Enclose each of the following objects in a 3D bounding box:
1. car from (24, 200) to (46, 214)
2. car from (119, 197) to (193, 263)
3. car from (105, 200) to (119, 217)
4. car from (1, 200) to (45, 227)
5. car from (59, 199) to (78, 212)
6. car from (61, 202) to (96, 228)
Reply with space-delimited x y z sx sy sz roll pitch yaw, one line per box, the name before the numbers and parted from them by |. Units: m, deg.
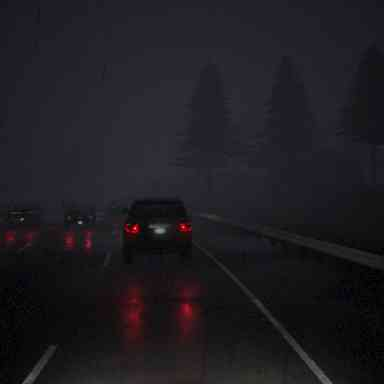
car | -17.472 1.600 36.920 1.994 1.385 4.181 0 0 -28
car | -1.362 1.206 12.215 2.150 2.045 5.566 0 0 -9
car | -7.045 1.509 31.459 1.812 1.442 4.674 0 0 -23
car | -11.494 1.517 23.318 2.128 1.511 4.902 0 0 -18
car | -13.766 1.490 37.430 1.882 1.535 5.008 0 0 -27
car | -7.521 1.604 22.616 1.895 1.301 4.718 0 0 -17
